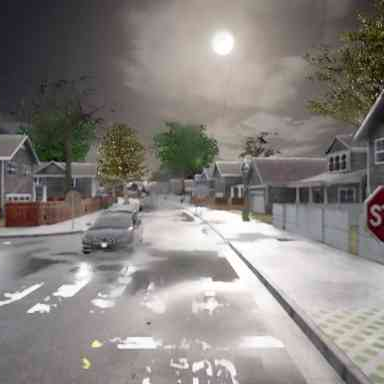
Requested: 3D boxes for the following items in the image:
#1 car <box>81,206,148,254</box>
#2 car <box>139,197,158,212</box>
[{"bbox_3d":[-3.062,1.547,13.617,1.837,1.490,4.892,0,0,-2],"label":"car"},{"bbox_3d":[-5.172,1.395,39.680,2.097,1.767,4.553,0,0,-7],"label":"car"}]
